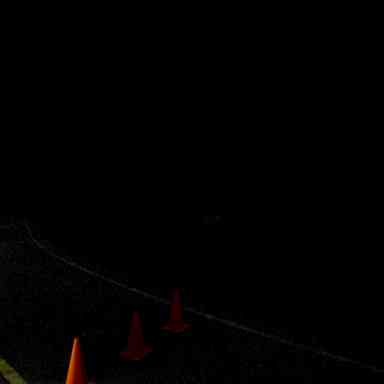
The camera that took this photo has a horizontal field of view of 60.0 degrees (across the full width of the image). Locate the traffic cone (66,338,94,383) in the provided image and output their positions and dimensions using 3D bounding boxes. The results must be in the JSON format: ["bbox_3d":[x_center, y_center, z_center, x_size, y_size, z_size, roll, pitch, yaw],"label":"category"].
[{"bbox_3d":[-1.295,1.944,3.750,0.340,0.580,0.340,1,1,31],"label":"traffic cone"}]

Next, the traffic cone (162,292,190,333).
[{"bbox_3d":[-0.256,1.931,5.451,0.340,0.580,0.340,1,1,31],"label":"traffic cone"}]

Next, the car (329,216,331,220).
[{"bbox_3d":[35.623,6.622,82.737,1.851,1.617,3.988,-4,-3,4],"label":"car"}]

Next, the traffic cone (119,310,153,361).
[{"bbox_3d":[-0.776,1.937,4.601,0.340,0.580,0.340,1,1,32],"label":"traffic cone"}]
